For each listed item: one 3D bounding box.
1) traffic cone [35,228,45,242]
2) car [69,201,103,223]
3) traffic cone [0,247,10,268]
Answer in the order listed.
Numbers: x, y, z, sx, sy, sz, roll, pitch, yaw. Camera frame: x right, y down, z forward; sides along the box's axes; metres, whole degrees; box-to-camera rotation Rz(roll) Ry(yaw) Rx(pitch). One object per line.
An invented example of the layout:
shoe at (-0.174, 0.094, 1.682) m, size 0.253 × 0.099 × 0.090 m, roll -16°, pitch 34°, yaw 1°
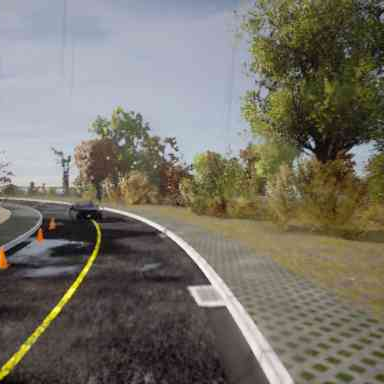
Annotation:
traffic cone at (-6.585, 1.843, 14.437) m, size 0.340 × 0.580 × 0.340 m, roll 0°, pitch 1°, yaw -15°
car at (-7.494, 1.319, 23.333) m, size 1.994 × 1.385 × 4.181 m, roll 0°, pitch 1°, yaw -25°
traffic cone at (-5.554, 1.898, 9.743) m, size 0.340 × 0.580 × 0.340 m, roll 0°, pitch 1°, yaw -10°
